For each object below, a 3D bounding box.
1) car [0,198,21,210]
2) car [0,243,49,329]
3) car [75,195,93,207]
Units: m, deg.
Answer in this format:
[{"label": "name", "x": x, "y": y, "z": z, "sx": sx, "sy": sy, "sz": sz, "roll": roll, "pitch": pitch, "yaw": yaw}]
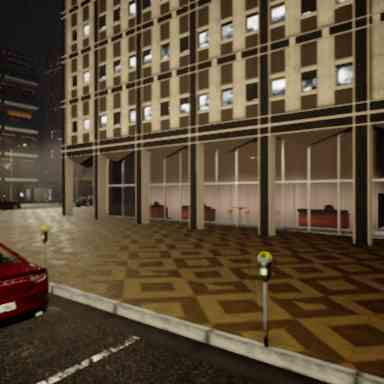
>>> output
[{"label": "car", "x": -18.496, "y": 1.135, "z": 31.318, "sx": 1.887, "sy": 1.381, "sz": 4.507, "roll": 0, "pitch": 0, "yaw": 36}, {"label": "car", "x": -4.432, "y": 1.489, "z": 6.043, "sx": 4.507, "sy": 1.381, "sz": 1.887, "roll": 1, "pitch": 0, "yaw": 35}, {"label": "car", "x": -11.970, "y": 1.089, "z": 40.289, "sx": 2.008, "sy": 1.369, "sz": 4.403, "roll": 0, "pitch": 0, "yaw": 36}]
